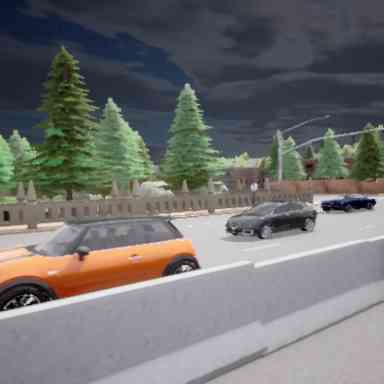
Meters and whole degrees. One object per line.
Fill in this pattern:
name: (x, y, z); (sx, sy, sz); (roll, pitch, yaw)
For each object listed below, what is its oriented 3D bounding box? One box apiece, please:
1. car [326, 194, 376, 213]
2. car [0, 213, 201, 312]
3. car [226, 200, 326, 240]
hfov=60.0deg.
car: (11.858, 0.820, 25.147); (4.718, 1.301, 1.895); (-2, 1, -35)
car: (-2.086, 1.321, 6.797); (4.553, 1.767, 2.097); (-1, 1, -35)
car: (3.707, 1.171, 15.203); (4.892, 1.490, 1.837); (-3, 2, -35)
